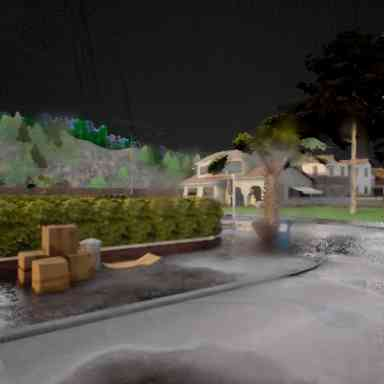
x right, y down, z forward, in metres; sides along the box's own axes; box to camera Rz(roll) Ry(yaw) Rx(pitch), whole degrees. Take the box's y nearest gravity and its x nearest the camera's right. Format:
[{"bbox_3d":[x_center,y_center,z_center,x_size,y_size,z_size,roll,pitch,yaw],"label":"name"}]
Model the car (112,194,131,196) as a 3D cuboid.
[{"bbox_3d":[-10.468,1.265,48.029,2.150,2.045,5.566,0,0,-35],"label":"car"}]
